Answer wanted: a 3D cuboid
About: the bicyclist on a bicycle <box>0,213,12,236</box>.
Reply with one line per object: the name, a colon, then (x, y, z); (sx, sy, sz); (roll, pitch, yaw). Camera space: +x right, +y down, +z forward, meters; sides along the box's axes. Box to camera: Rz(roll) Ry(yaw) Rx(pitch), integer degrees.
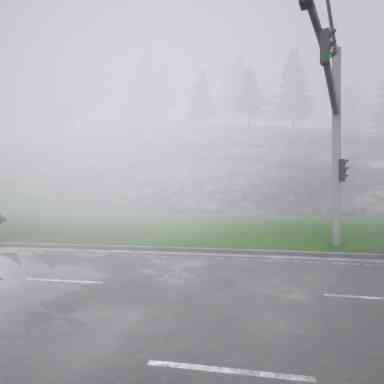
bicyclist on a bicycle: (-9.399, 1.543, 15.722); (1.620, 1.656, 0.582); (-4, 27, 18)
